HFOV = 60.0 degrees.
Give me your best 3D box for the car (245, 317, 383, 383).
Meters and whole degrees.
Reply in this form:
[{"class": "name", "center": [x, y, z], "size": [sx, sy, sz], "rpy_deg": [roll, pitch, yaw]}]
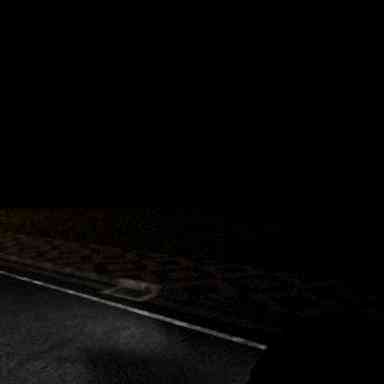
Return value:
[{"class": "car", "center": [2.583, 1.599, 1.843], "size": [4.718, 1.301, 1.895], "rpy_deg": [0, 0, 36]}]
